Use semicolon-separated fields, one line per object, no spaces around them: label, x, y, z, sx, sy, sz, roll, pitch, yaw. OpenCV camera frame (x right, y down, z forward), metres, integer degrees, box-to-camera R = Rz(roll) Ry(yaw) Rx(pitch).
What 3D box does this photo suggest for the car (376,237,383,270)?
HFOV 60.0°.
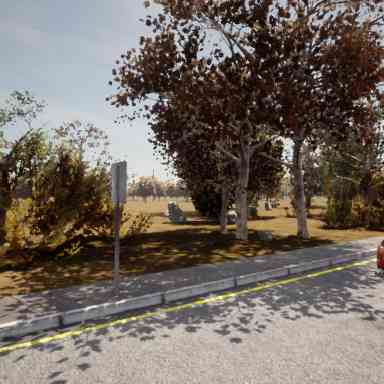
car;7.252;1.355;9.518;4.553;1.767;2.097;0;0;-36
